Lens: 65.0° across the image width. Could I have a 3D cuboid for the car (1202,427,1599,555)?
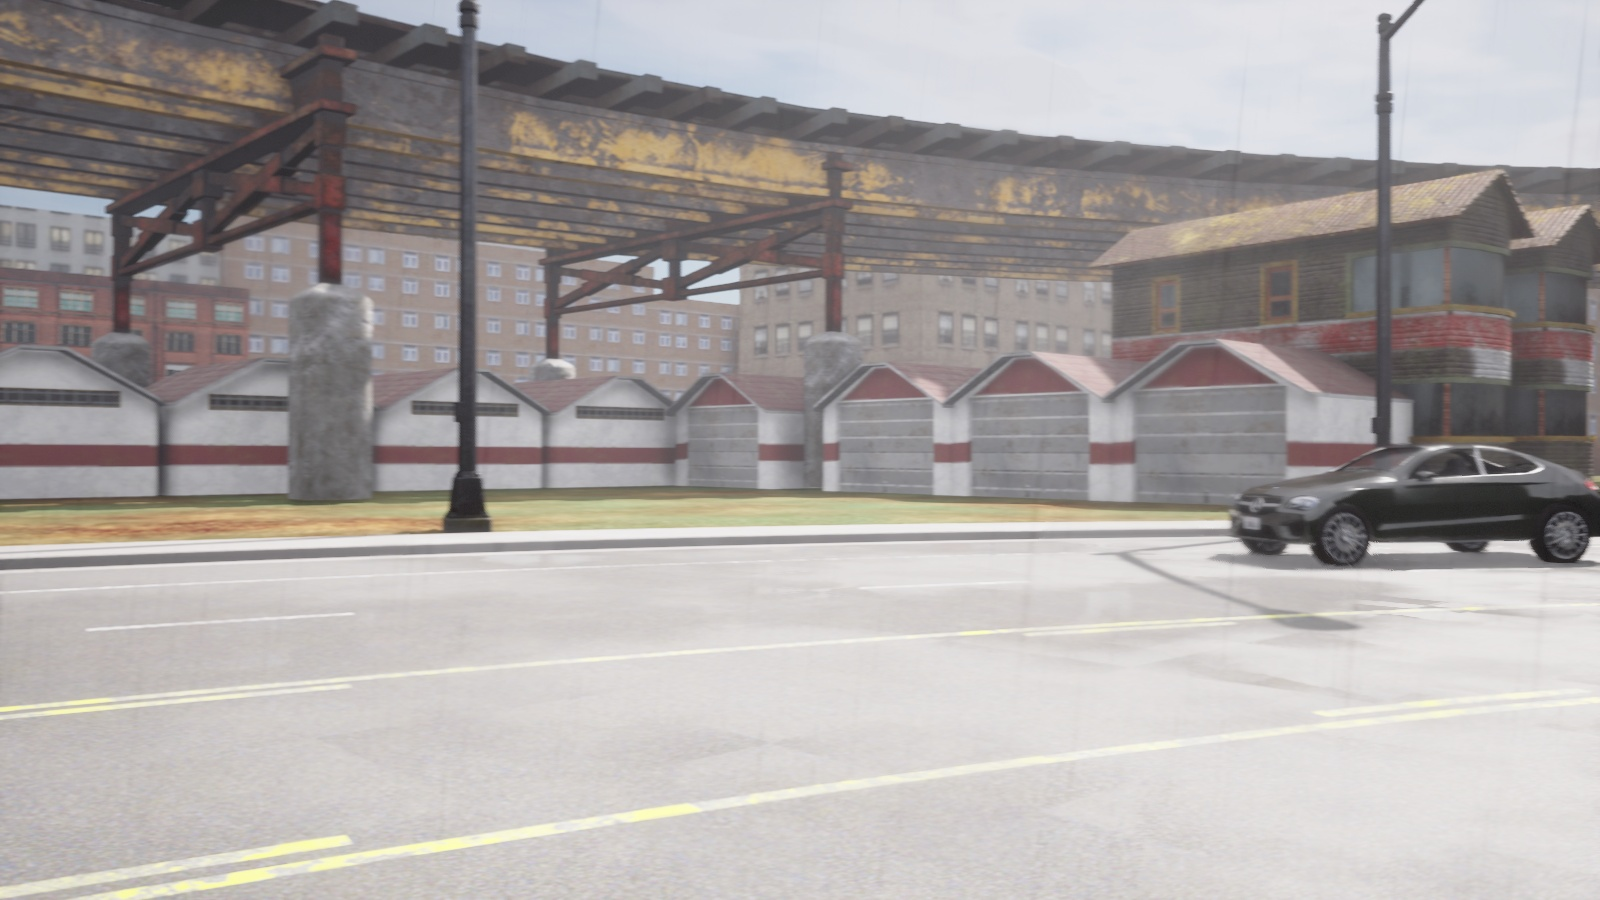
[{"bbox_3d":[8.550,0.534,17.740,5.027,1.651,2.152,0,0,-10],"label":"car"}]
